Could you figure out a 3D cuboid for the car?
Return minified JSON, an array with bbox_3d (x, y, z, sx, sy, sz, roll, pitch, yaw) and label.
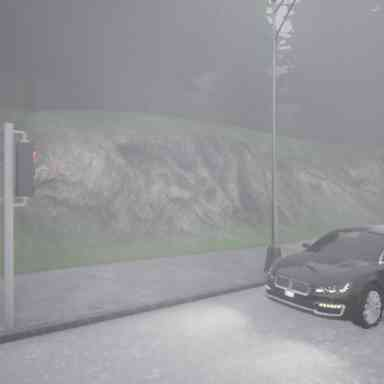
[{"bbox_3d":[3.685,1.505,7.010,4.892,1.490,1.837,1,0,-34],"label":"car"}]
